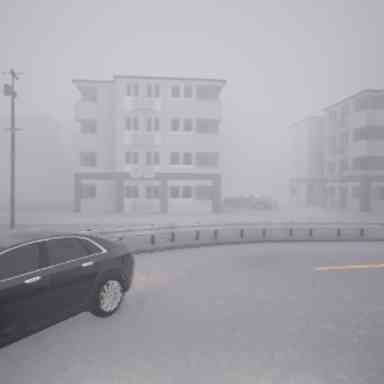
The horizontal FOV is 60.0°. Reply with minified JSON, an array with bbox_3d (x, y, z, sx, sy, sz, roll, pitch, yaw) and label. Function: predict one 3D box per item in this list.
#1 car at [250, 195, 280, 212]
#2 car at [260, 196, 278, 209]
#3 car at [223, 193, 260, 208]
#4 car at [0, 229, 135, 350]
[{"bbox_3d":[7.924,1.162,35.634,2.038,1.542,4.974,1,1,25],"label":"car"},{"bbox_3d":[7.904,1.006,35.585,1.853,1.218,4.536,1,1,25],"label":"car"},{"bbox_3d":[5.111,0.889,35.731,3.633,1.501,1.845,1,1,6],"label":"car"},{"bbox_3d":[-2.857,1.395,4.907,1.837,1.490,4.892,-1,0,29],"label":"car"}]
